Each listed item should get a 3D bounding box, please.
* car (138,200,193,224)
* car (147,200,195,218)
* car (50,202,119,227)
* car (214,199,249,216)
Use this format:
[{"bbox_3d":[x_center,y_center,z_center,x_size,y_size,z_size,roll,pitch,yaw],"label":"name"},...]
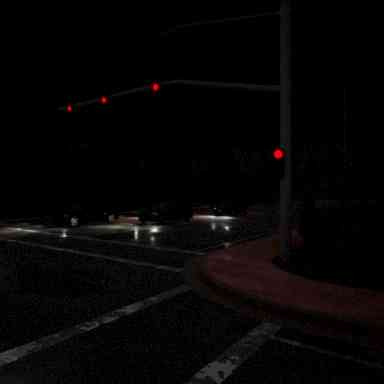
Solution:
[{"bbox_3d":[-1.869,1.478,24.967,1.882,1.535,5.008,0,0,36],"label":"car"},{"bbox_3d":[-1.853,1.505,30.991,1.837,1.490,4.892,0,0,36],"label":"car"},{"bbox_3d":[-7.385,1.478,23.276,1.882,1.535,5.008,0,0,36],"label":"car"},{"bbox_3d":[3.992,1.505,33.105,1.837,1.490,4.892,0,0,36],"label":"car"}]
